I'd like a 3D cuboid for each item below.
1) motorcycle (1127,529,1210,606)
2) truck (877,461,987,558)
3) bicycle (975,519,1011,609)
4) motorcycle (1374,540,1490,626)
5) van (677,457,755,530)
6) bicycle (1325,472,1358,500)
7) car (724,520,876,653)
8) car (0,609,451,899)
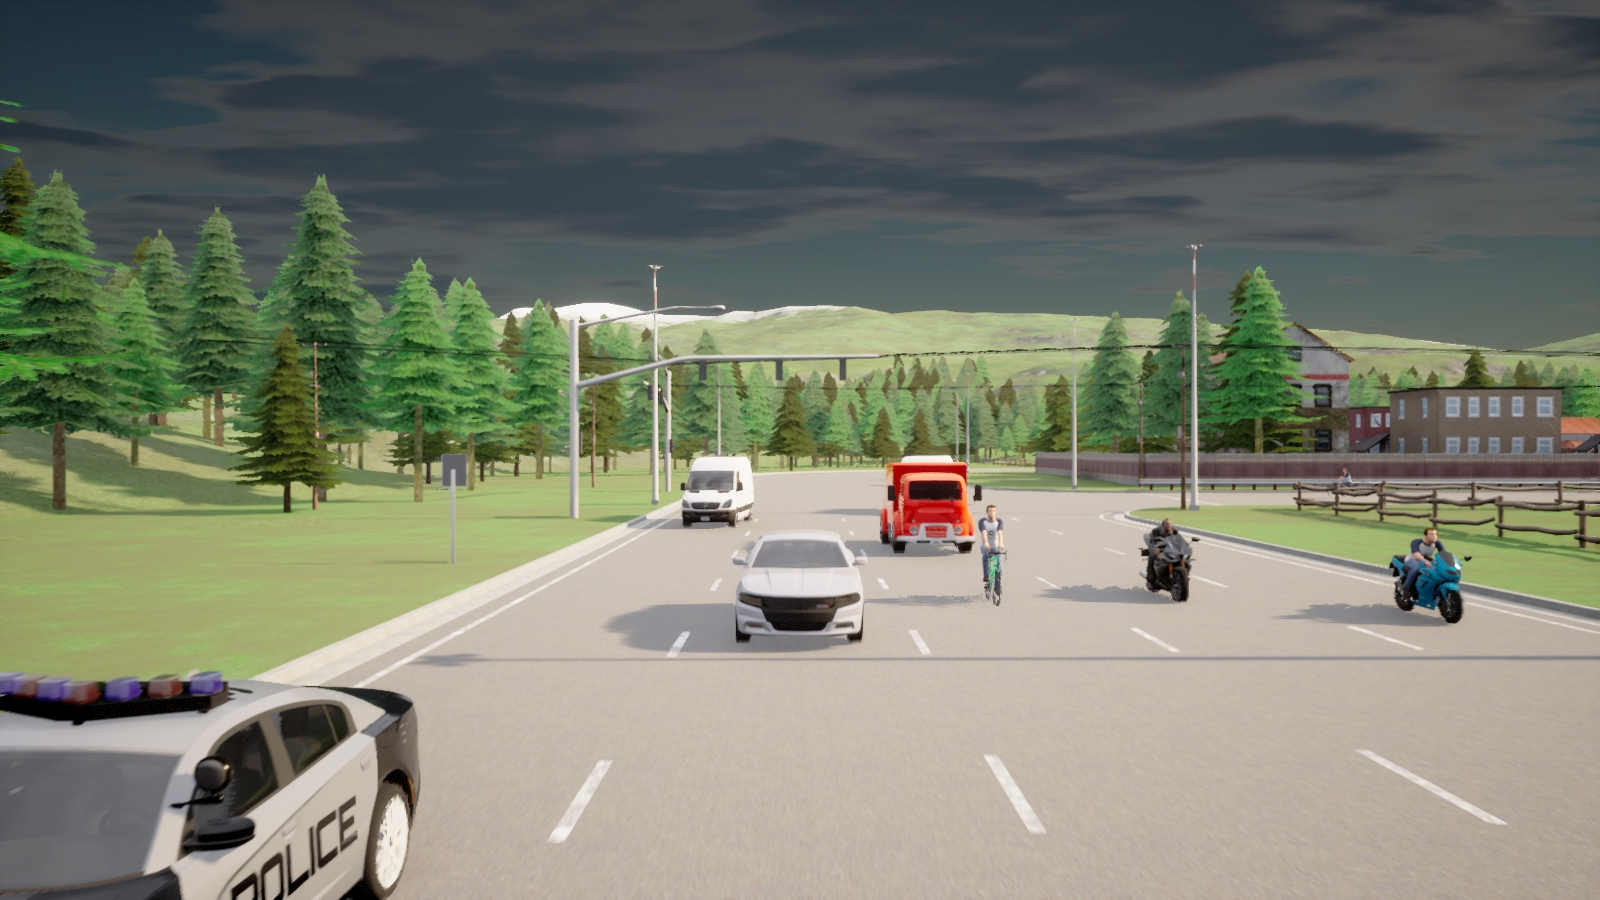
[{"bbox_3d":[6.999,2.211,21.818,0.867,1.251,2.209,0,0,0],"label":"motorcycle"},{"bbox_3d":[3.612,1.578,32.460,2.627,2.467,5.204,0,0,1],"label":"truck"},{"bbox_3d":[3.533,2.062,20.996,0.373,1.496,1.643,0,0,0],"label":"bicycle"},{"bbox_3d":[10.514,2.191,19.101,0.803,1.199,2.033,0,0,0],"label":"motorcycle"},{"bbox_3d":[-3.056,1.546,43.087,1.988,2.561,5.915,0,0,5],"label":"van"},{"bbox_3d":[30.981,2.070,65.359,1.643,1.496,0.373,3,0,0],"label":"bicycle"},{"bbox_3d":[0.005,2.039,18.266,2.097,1.535,5.006,0,0,0],"label":"car"},{"bbox_3d":[-3.610,1.984,5.756,2.097,1.638,5.238,0,0,0],"label":"car"}]
